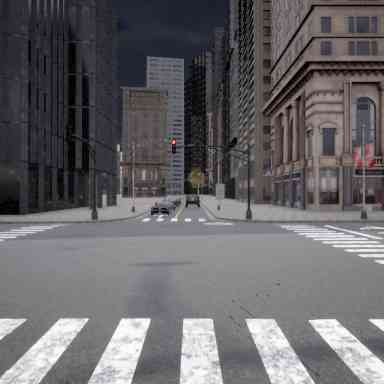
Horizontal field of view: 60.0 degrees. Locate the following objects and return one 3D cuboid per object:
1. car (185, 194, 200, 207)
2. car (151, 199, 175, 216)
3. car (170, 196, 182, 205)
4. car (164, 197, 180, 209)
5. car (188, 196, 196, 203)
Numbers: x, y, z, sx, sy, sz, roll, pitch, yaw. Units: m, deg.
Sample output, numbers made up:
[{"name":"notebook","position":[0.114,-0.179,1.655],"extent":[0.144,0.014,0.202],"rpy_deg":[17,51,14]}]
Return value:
[{"name":"car","position":[0.115,1.314,54.367],"extent":[2.150,2.045,5.566],"rpy_deg":[0,0,0]},{"name":"car","position":[-3.052,1.644,33.753],"extent":[1.895,1.301,4.718],"rpy_deg":[0,0,0]},{"name":"car","position":[-2.995,1.597,62.738],"extent":[1.882,1.535,5.008],"rpy_deg":[0,0,0]},{"name":"car","position":[-3.058,1.556,43.179],"extent":[2.128,1.511,4.902],"rpy_deg":[0,0,0]},{"name":"car","position":[-0.003,1.665,75.305],"extent":[1.837,1.490,4.892],"rpy_deg":[0,0,0]}]
